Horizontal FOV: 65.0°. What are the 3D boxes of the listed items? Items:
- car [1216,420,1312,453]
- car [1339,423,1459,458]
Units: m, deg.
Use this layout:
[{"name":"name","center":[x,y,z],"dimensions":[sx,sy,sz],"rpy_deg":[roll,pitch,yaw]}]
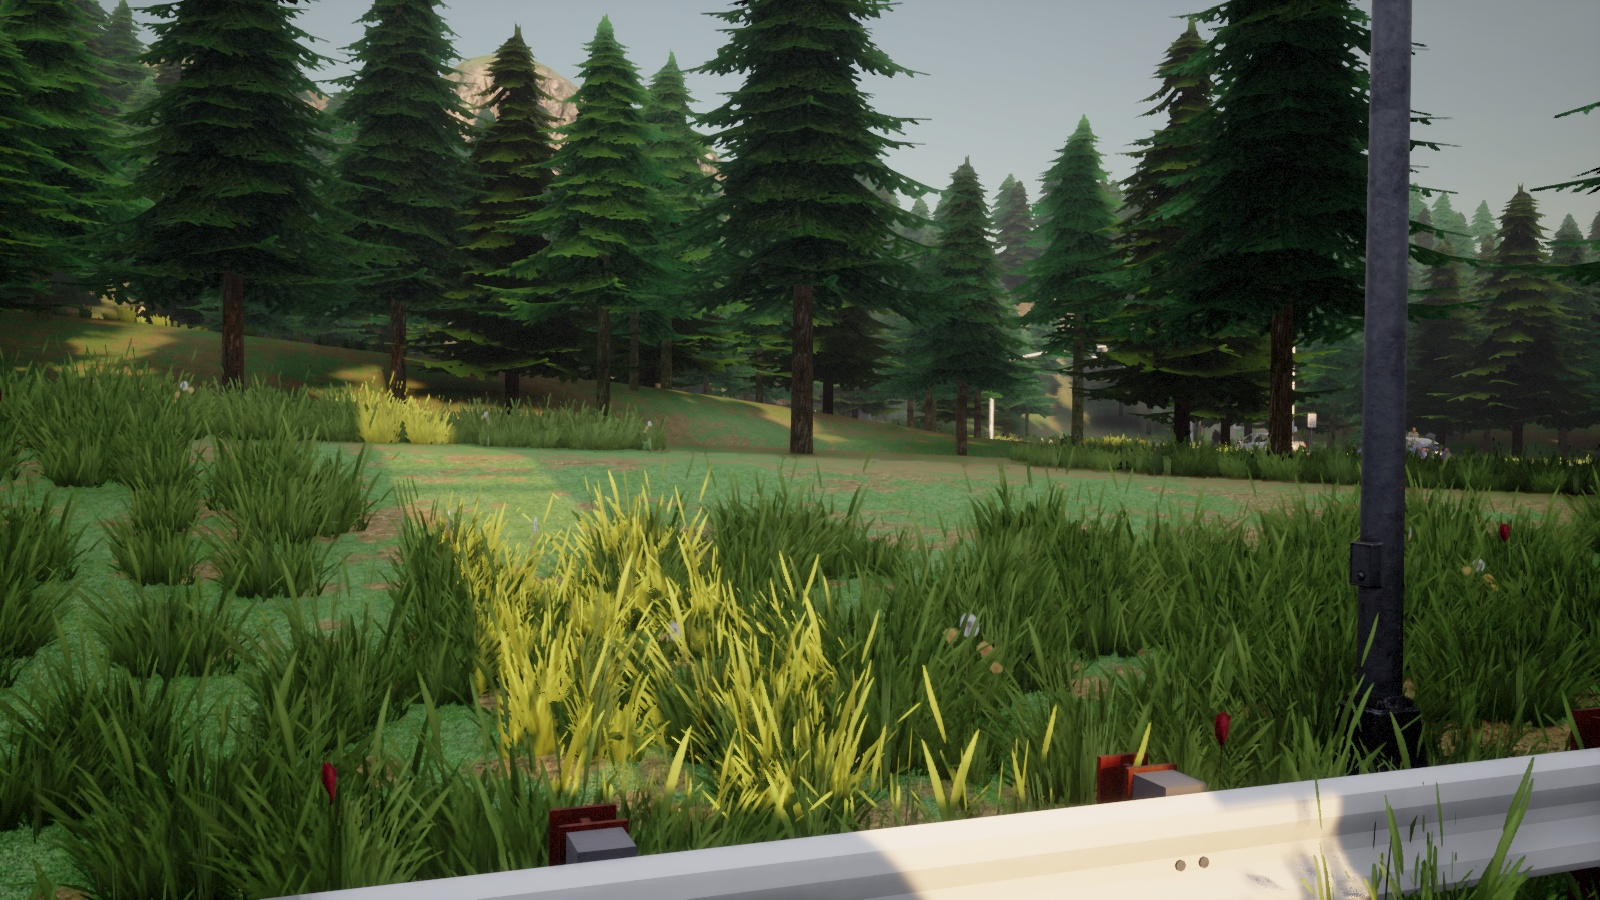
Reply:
[{"name":"car","center":[24.143,-0.710,65.476],"dimensions":[2.242,1.667,4.611],"rpy_deg":[-1,1,-20]},{"name":"car","center":[27.141,-0.451,57.093],"dimensions":[2.163,1.488,4.792],"rpy_deg":[-1,1,-20]}]
